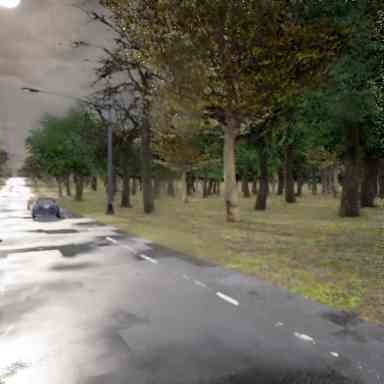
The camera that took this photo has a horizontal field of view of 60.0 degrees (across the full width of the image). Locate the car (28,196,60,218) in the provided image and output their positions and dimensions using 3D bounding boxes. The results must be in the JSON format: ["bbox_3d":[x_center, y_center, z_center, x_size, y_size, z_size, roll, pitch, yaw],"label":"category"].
[{"bbox_3d":[-12.854,1.247,28.984,2.097,1.767,4.553,0,0,-28],"label":"car"}]

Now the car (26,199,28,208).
[{"bbox_3d":[-19.291,1.286,41.065,1.882,1.535,5.008,0,0,-28],"label":"car"}]

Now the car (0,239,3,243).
[{"bbox_3d":[-5.759,1.472,8.014,2.128,1.511,4.902,0,0,-28],"label":"car"}]
